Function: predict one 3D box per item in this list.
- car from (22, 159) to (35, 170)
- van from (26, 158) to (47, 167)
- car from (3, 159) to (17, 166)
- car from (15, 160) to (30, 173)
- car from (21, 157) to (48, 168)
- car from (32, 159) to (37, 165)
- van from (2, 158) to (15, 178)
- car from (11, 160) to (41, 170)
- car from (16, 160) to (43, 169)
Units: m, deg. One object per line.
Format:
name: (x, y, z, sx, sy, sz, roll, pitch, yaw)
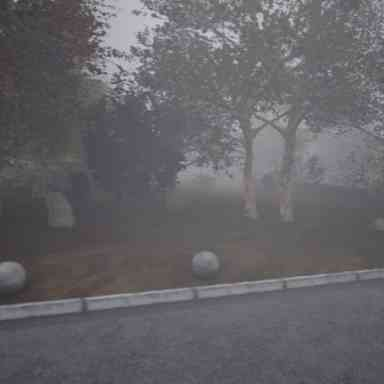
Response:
car: (-27.829, -3.954, 51.942, 4.892, 1.521, 2.231, 1, 5, -19)
van: (-37.678, -7.188, 80.669, 4.442, 1.987, 1.878, 1, 6, -19)
car: (-41.622, -6.726, 76.150, 2.128, 1.511, 4.902, 1, 6, -19)
car: (-26.198, -3.429, 46.659, 5.366, 1.575, 1.946, 1, 5, -19)
car: (-36.855, -6.927, 78.029, 5.566, 2.045, 2.435, 1, 6, -19)
car: (-28.736, -4.221, 54.551, 5.008, 1.535, 2.097, 1, 5, -19)
van: (-22.277, -2.578, 36.300, 4.442, 1.987, 1.878, 1, 5, -19)
car: (-32.371, -5.290, 64.989, 5.008, 1.535, 2.097, 1, 5, -19)
car: (-34.207, -5.804, 70.201, 4.792, 1.488, 2.163, 1, 5, -19)
